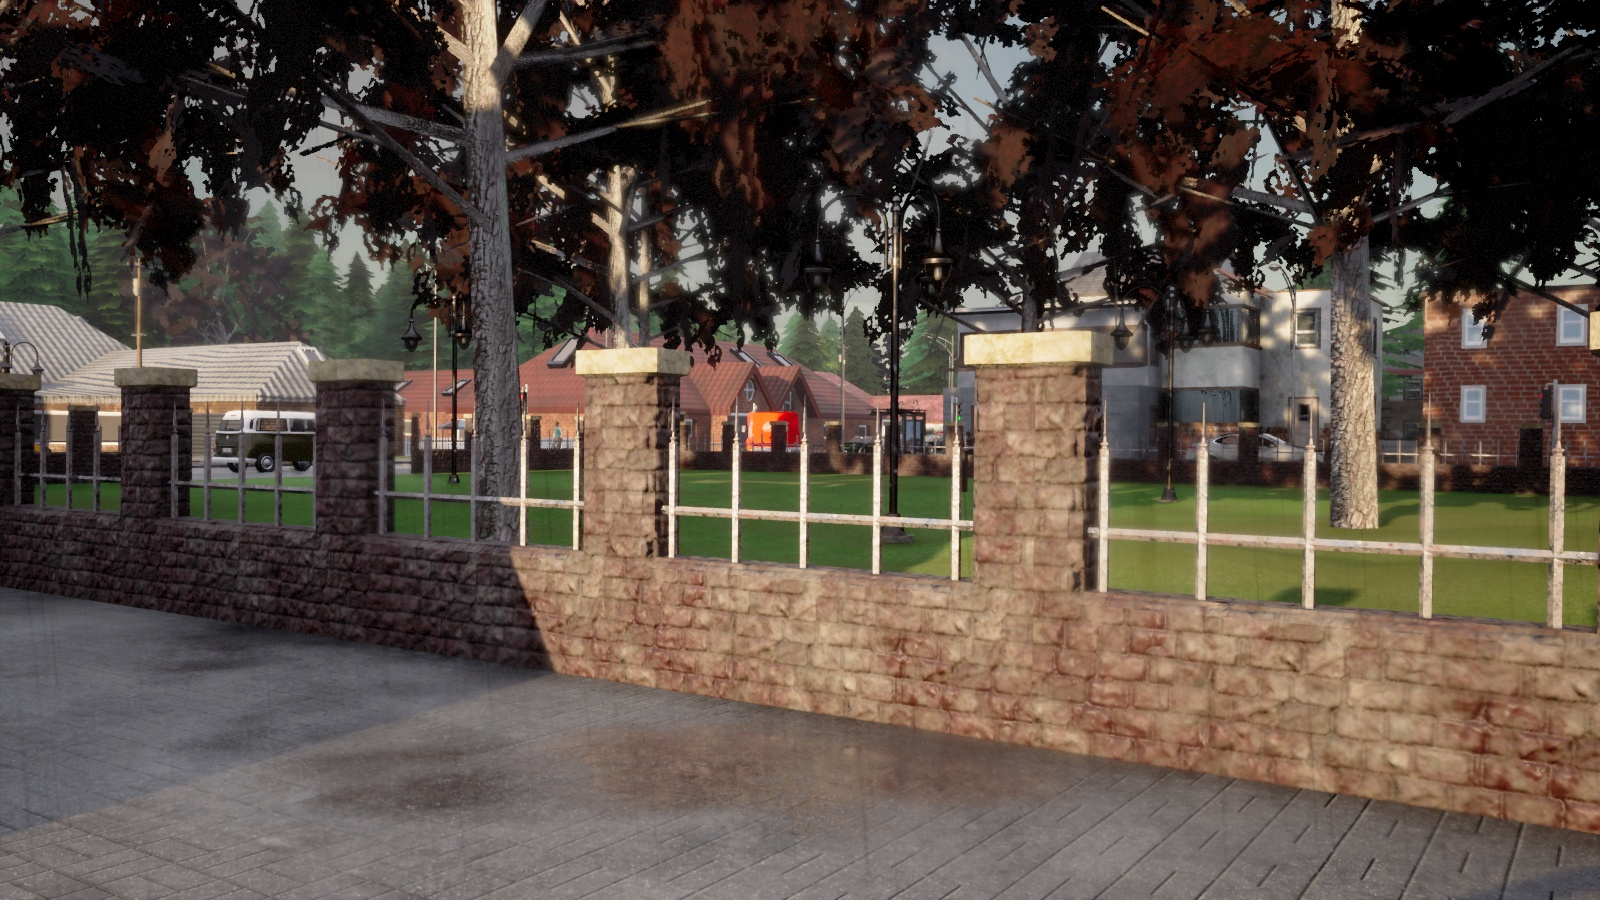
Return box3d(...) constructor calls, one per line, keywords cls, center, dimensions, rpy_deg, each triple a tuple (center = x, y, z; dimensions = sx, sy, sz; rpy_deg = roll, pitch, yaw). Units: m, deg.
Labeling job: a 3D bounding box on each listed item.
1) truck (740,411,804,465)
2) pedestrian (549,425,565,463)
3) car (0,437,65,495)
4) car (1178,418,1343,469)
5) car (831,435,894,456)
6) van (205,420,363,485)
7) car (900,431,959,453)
box3d(cls="truck", center=(-1.412, -0.582, 61.134), dimensions=(2.627, 2.467, 5.204), rpy_deg=(-1, 0, -6))
box3d(cls="pedestrian", center=(-12.349, -0.323, 63.801), dimensions=(0.396, 1.930, 0.692), rpy_deg=(0, 1, 33))
box3d(cls="car", center=(-22.672, 0.457, 33.476), dimensions=(1.882, 1.535, 5.008), rpy_deg=(0, 1, 32))
box3d(cls="car", center=(15.818, -0.223, 43.176), dimensions=(5.027, 1.651, 2.152), rpy_deg=(0, 1, 31))
box3d(cls="car", center=(4.089, -0.313, 81.110), dimensions=(1.895, 1.301, 4.718), rpy_deg=(0, 1, 34))
box3d(cls="van", center=(-17.129, 0.038, 41.871), dimensions=(2.069, 2.038, 4.480), rpy_deg=(0, 1, 32))
box3d(cls="car", center=(9.185, -0.564, 88.792), dimensions=(2.163, 1.488, 4.792), rpy_deg=(0, 1, 34))
